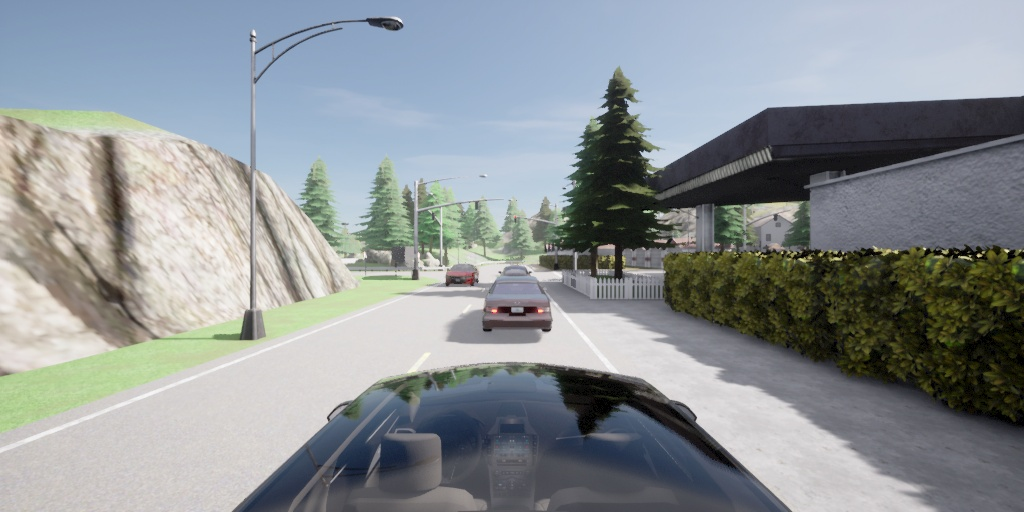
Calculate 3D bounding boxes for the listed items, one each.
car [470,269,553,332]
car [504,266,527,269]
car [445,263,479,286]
[{"bbox_3d":[0.139,1.297,10.825,2.033,1.411,5.357,0,0,0],"label":"car"},{"bbox_3d":[0.187,1.275,20.410,1.812,1.442,4.674,0,0,0],"label":"car"},{"bbox_3d":[-3.391,1.262,25.048,1.882,1.535,5.008,0,0,0],"label":"car"}]
